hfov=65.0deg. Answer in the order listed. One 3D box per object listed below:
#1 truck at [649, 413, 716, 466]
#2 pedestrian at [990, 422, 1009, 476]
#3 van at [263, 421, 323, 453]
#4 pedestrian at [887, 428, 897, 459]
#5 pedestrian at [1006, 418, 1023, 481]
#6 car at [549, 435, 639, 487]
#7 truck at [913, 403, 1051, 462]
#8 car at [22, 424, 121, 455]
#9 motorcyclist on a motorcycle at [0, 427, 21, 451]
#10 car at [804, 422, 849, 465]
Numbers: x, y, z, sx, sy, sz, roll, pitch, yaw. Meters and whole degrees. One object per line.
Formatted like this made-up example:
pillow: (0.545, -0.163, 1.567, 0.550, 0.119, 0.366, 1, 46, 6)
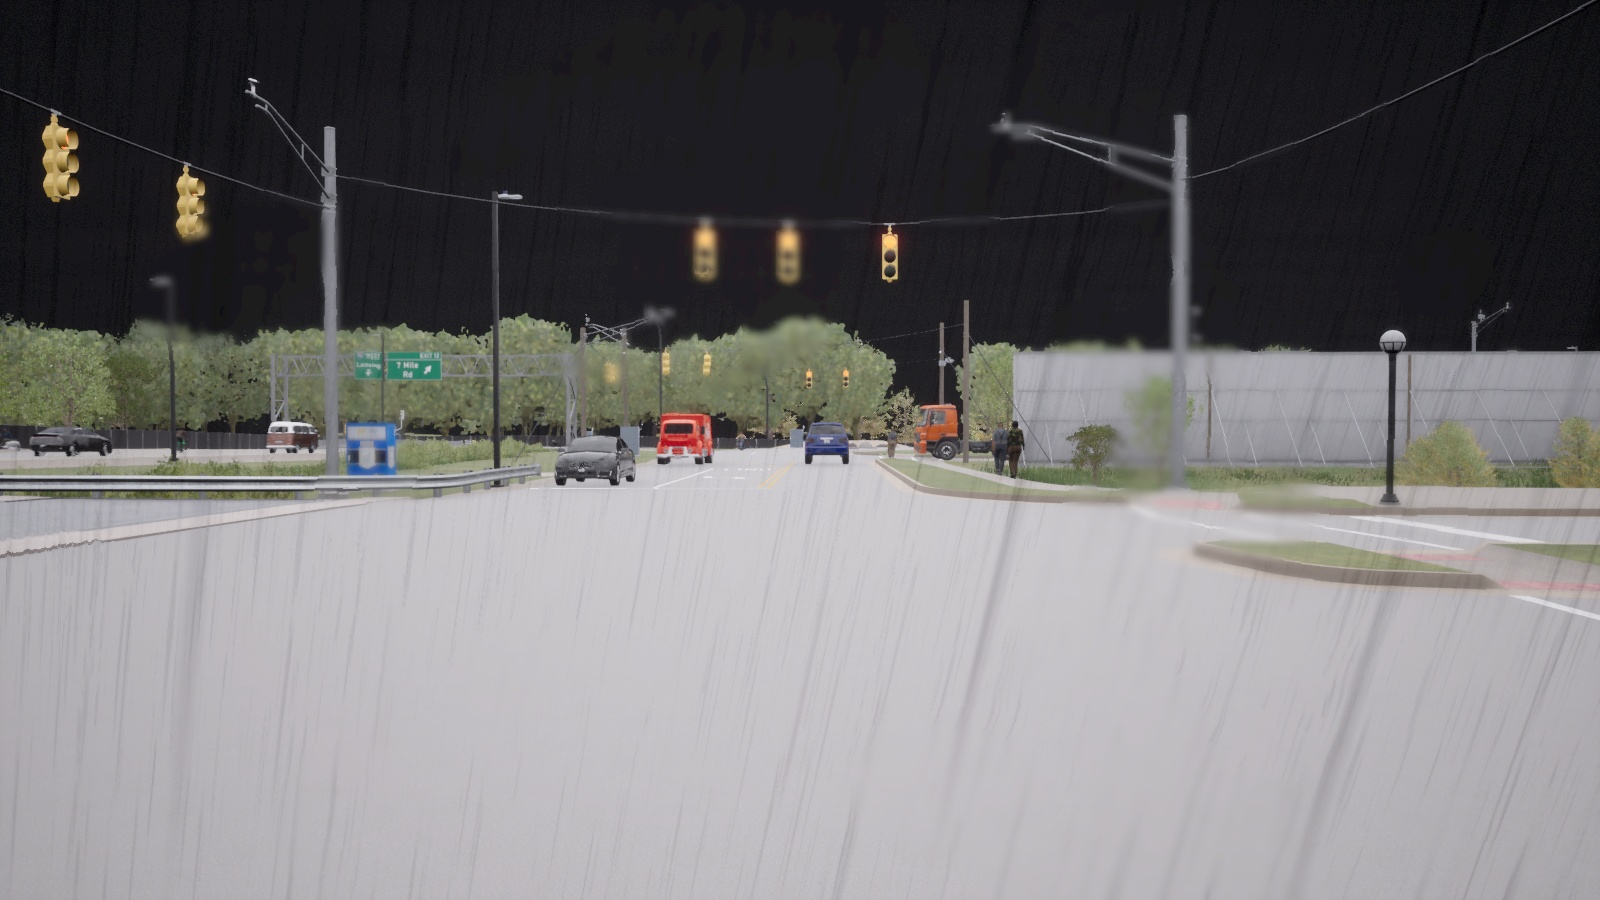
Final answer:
truck: (-5.679, -0.536, 61.405, 2.627, 2.467, 5.204, 0, 1, 1)
pedestrian: (6.819, -0.045, 42.886, 0.540, 1.848, 0.694, 0, 2, 2)
van: (-32.992, -0.842, 81.820, 2.069, 2.038, 4.480, 0, 0, 1)
pedestrian: (5.608, -0.379, 76.385, 0.540, 1.848, 0.694, 0, 2, 0)
pedestrian: (6.650, -0.019, 38.931, 0.395, 1.930, 0.692, 0, 2, 1)
car: (-6.251, 0.292, 38.694, 1.837, 1.490, 4.892, 0, 1, 2)
truck: (11.122, -1.090, 77.374, 7.936, 3.462, 2.891, 1, 2, -4)
car: (-36.845, -0.505, 63.669, 2.128, 1.511, 4.902, 0, 0, 1)
motorcyclist on a motorcycle: (-53.226, -0.764, 83.974, 1.817, 1.590, 0.866, -1, 1, -35)
car: (1.360, -0.351, 62.966, 2.150, 2.045, 5.566, 0, 1, 2)
